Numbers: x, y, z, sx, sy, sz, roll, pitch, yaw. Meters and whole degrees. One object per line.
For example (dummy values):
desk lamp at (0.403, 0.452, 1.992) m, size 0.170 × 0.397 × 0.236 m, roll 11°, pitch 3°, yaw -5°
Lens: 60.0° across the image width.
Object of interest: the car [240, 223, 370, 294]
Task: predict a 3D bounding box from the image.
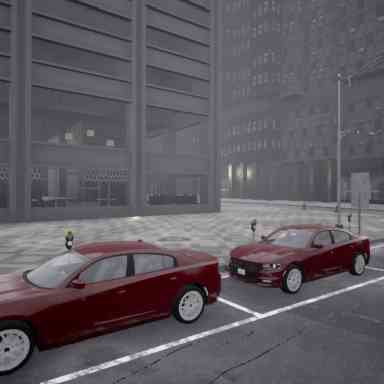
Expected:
car at (2.937, 1.546, 8.789) m, size 4.507 × 1.381 × 1.887 m, roll 0°, pitch 0°, yaw -36°

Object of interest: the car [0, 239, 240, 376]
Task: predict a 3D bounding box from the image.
car at (-1.550, 1.545, 5.565) m, size 4.507 × 1.381 × 1.887 m, roll 0°, pitch 0°, yaw -36°
